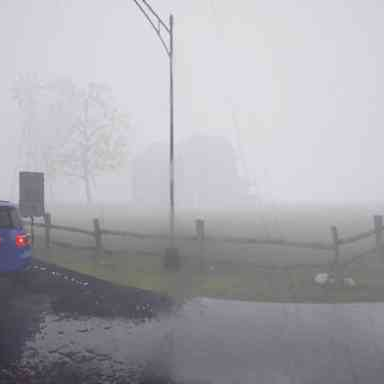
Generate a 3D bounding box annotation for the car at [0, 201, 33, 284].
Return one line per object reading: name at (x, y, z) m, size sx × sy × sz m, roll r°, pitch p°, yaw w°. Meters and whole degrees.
car at (-5.995, 1.255, 8.815) m, size 2.150 × 2.045 × 5.566 m, roll 0°, pitch -1°, yaw -41°
